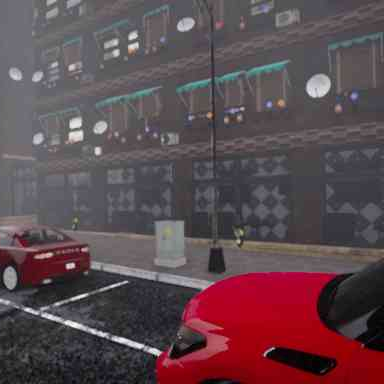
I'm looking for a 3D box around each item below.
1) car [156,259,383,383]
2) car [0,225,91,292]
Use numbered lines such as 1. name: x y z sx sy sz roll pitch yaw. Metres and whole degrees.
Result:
1. car: 2.384 1.231 2.181 5.566 2.045 2.150 0 0 32
2. car: -4.621 1.533 8.720 4.507 1.381 1.887 0 -1 32
